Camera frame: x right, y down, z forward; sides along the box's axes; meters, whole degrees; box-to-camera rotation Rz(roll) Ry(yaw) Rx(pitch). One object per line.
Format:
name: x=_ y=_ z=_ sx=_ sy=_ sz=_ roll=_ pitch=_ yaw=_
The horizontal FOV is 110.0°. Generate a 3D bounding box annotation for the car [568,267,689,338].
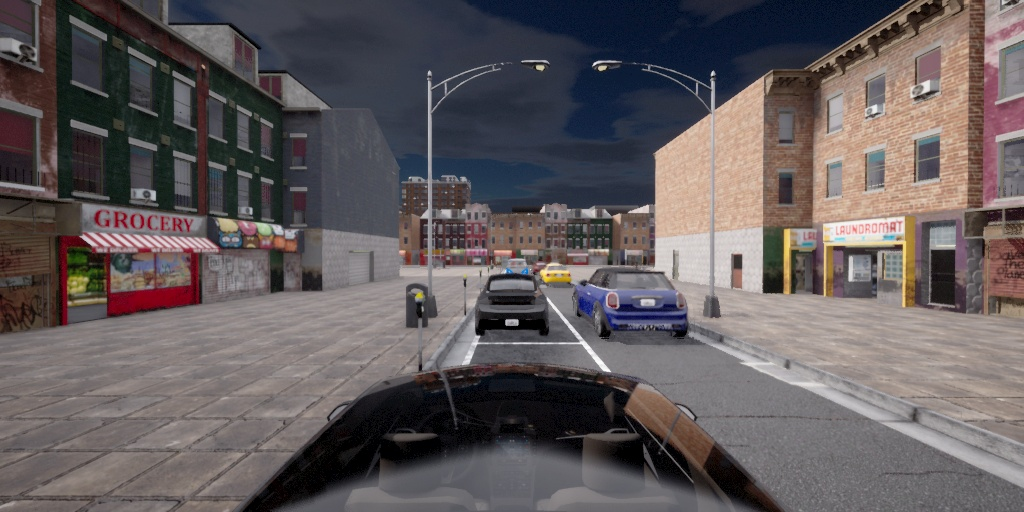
car: x=3.118 y=1.101 z=10.357 sx=2.097 sy=1.767 sz=4.553 roll=0 pitch=0 yaw=0

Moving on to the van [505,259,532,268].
van: x=0.382 y=1.095 z=27.349 sx=1.690 sy=1.789 sz=3.998 roll=0 pitch=0 yaw=0

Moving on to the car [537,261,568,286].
car: x=3.021 y=1.210 z=25.530 sx=1.801 sy=1.575 sz=5.366 roll=0 pitch=0 yaw=0

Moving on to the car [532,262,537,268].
car: x=3.121 y=1.287 z=38.812 sx=1.812 sy=1.442 sz=4.674 roll=0 pitch=0 yaw=0

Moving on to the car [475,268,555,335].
car: x=0.000 y=1.253 z=10.501 sx=1.837 sy=1.490 sz=4.892 roll=0 pitch=0 yaw=0
